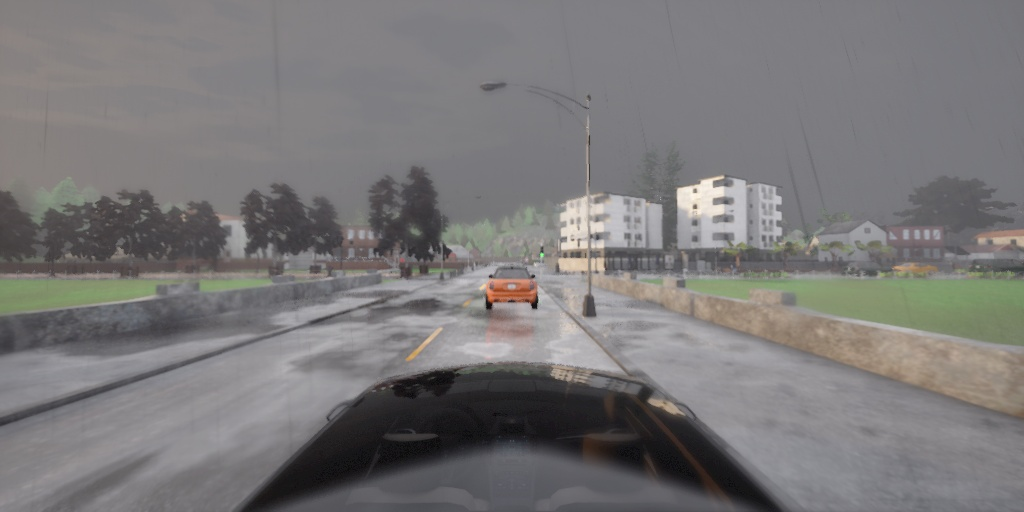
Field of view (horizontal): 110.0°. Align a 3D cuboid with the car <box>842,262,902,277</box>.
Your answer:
[{"bbox_3d":[39.419,1.448,39.637,4.553,1.767,2.097,0,-1,0],"label":"car"}]

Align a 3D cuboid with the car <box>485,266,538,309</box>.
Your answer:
[{"bbox_3d":[-0.004,1.232,15.937,2.097,1.767,4.553,0,-1,0],"label":"car"}]
